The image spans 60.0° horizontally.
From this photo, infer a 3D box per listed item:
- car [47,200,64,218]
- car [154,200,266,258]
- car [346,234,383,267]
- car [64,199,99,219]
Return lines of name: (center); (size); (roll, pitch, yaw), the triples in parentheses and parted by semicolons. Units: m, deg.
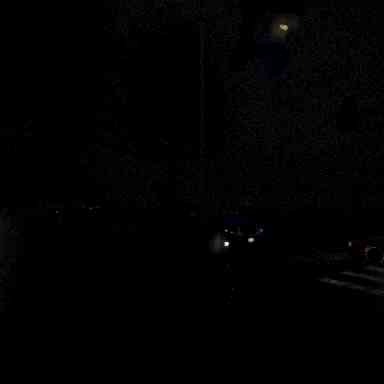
car: (-15.677, 1.870, 37.023); (2.150, 2.045, 5.566); (0, -1, -34)
car: (0.469, 1.343, 13.781); (2.150, 2.045, 5.566); (0, -1, -35)
car: (7.226, 1.562, 9.243); (2.033, 1.411, 5.357); (0, -1, -35)
car: (-12.137, 1.824, 37.036); (2.150, 2.045, 5.566); (0, -1, -35)
